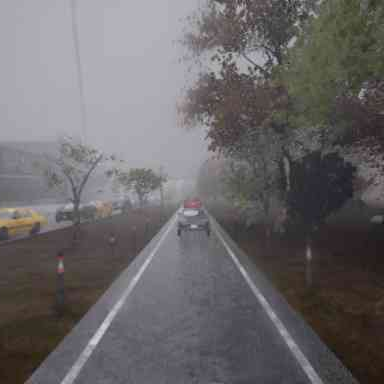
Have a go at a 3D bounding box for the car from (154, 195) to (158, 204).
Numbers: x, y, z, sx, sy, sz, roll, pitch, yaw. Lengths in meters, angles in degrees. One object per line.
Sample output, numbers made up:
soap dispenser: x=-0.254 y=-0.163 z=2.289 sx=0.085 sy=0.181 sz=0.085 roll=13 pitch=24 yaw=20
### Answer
car: x=-9.068 y=2.004 z=70.695 sx=2.163 sy=1.488 sz=4.792 roll=0 pitch=-2 yaw=-2

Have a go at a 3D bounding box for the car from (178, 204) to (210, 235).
car: x=0.104 y=1.675 z=19.938 sx=1.812 sy=1.442 sz=4.674 roll=0 pitch=0 yaw=0

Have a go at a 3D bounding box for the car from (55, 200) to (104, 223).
car: x=-9.023 y=1.542 z=26.353 sx=2.097 sy=1.535 sz=5.008 roll=0 pitch=-1 yaw=2

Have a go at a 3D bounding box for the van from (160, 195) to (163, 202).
van: x=-9.241 y=1.916 z=87.160 sx=1.878 sy=1.987 sz=4.442 roll=0 pitch=-2 yaw=-2

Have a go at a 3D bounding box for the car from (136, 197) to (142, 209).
car: x=-9.046 y=1.804 z=48.529 sx=2.002 sy=1.452 sz=4.674 roll=0 pitch=0 yaw=0

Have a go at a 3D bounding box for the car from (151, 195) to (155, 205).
car: x=-9.063 y=1.916 z=65.185 sx=2.231 sy=1.521 sz=4.892 roll=0 pitch=-2 yaw=-2

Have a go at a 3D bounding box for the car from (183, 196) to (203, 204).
car: x=0.106 y=1.489 z=39.864 sx=2.150 sy=2.045 sz=5.566 roll=0 pitch=0 yaw=0

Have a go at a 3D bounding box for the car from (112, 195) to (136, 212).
car: x=-9.038 y=1.457 z=41.787 sx=2.435 sy=2.045 sz=5.566 roll=0 pitch=-1 yaw=1

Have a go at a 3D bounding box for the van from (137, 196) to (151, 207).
van: x=-9.063 y=1.654 z=59.502 sx=1.878 sy=1.987 sz=4.442 roll=0 pitch=0 yaw=2

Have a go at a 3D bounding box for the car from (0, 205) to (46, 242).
car: x=-9.019 y=1.446 z=16.101 sx=1.946 sy=1.575 sz=5.366 roll=0 pitch=-1 yaw=2

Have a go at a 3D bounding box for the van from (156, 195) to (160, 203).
van: x=-9.077 y=1.815 z=77.210 sx=1.878 sy=1.987 sz=4.442 roll=0 pitch=-2 yaw=-2

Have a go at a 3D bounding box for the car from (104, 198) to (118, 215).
car: x=-9.029 y=1.582 z=31.901 sx=2.097 sy=1.535 sz=5.008 roll=0 pitch=-1 yaw=2
